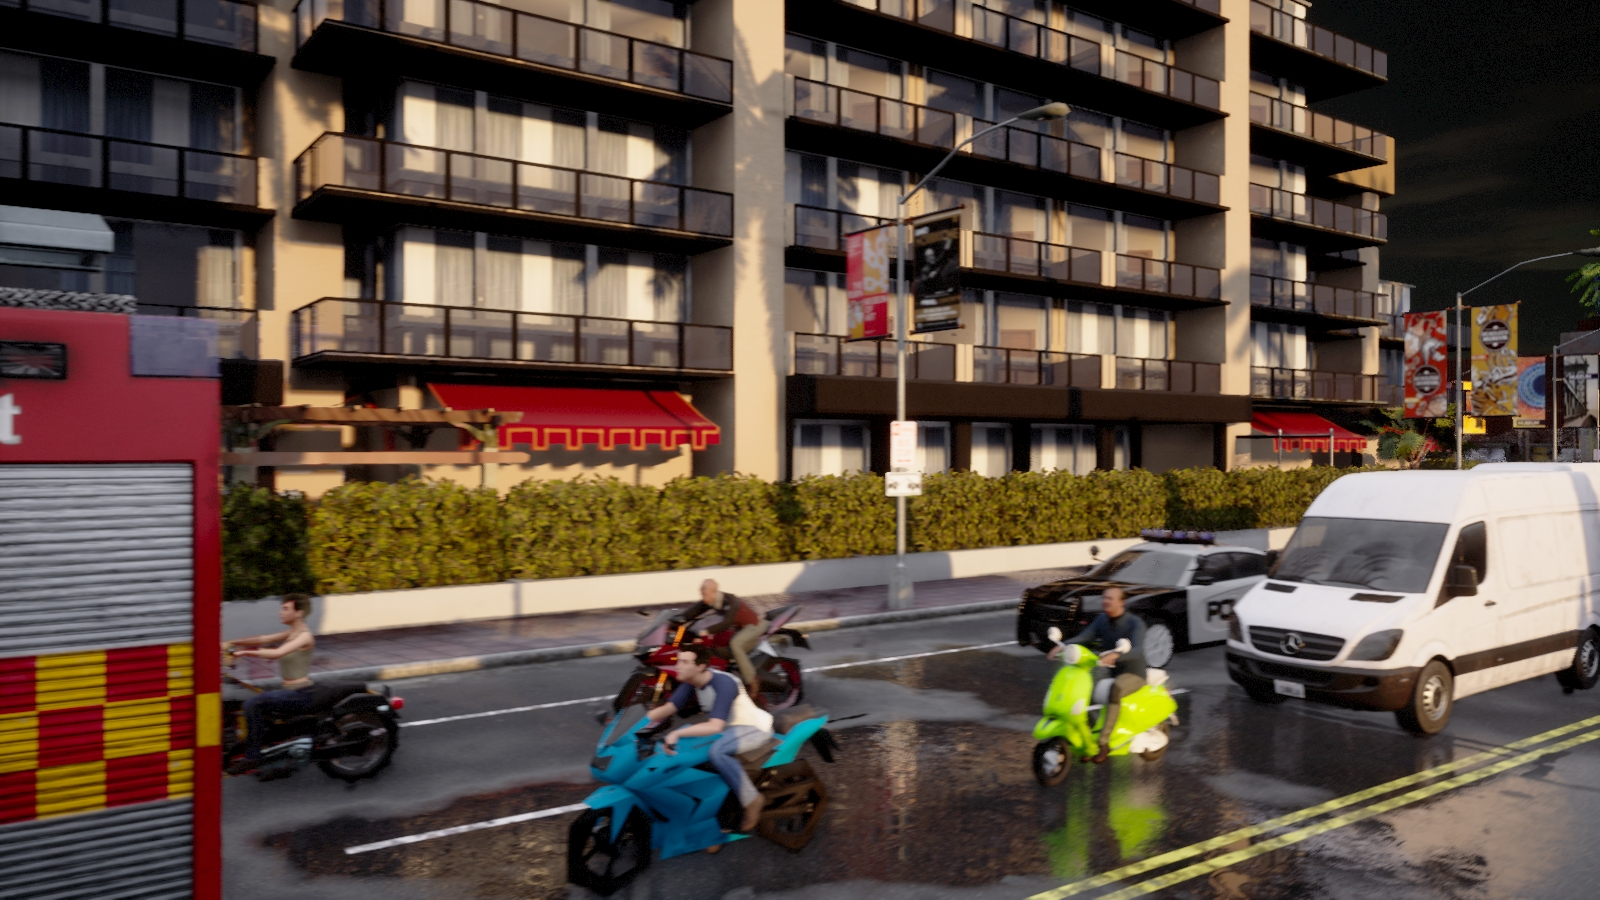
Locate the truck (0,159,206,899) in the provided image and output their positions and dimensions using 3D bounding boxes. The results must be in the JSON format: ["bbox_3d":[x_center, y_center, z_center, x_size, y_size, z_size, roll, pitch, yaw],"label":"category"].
[{"bbox_3d":[-6.580,0.891,3.140,8.468,3.827,2.891,0,0,-35],"label":"truck"}]

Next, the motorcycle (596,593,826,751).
[{"bbox_3d":[-0.884,2.205,11.712,2.209,1.251,0.867,0,0,-35],"label":"motorcycle"}]

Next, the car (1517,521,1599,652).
[{"bbox_3d":[13.211,1.991,17.416,5.027,1.651,2.152,0,0,-36],"label":"car"}]

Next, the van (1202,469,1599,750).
[{"bbox_3d":[7.325,1.535,13.207,5.915,2.561,1.988,0,0,-35],"label":"van"}]

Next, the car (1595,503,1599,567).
[{"bbox_3d":[20.977,2.040,27.823,3.633,1.501,1.845,0,0,-41],"label":"car"}]

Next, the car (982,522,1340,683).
[{"bbox_3d":[5.207,1.982,16.147,5.238,1.638,2.097,0,0,-36],"label":"car"}]
